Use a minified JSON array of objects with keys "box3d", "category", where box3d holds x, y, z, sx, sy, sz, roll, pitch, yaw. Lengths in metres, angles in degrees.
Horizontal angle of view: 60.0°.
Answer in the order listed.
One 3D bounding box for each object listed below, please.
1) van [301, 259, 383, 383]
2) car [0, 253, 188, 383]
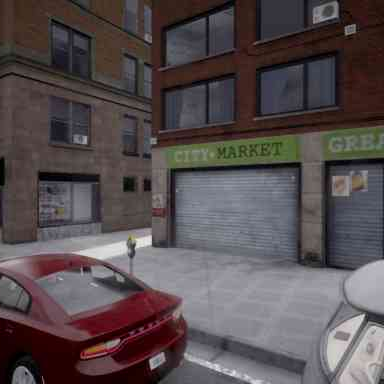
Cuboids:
[{"box3d":[2.450,1.341,1.329,3.998,1.788,1.690,0,0,35],"category":"van"},{"box3d":[-2.160,1.544,4.615,4.507,1.381,1.887,0,0,35],"category":"car"}]
